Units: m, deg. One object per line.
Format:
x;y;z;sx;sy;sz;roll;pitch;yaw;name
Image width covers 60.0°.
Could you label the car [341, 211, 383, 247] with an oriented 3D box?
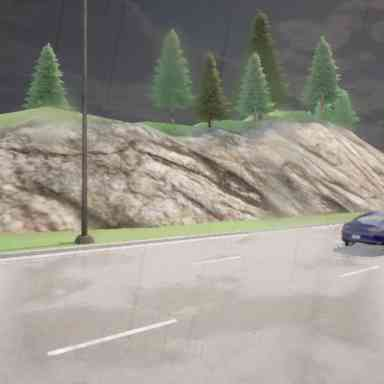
7.995;1.526;13.761;4.674;1.442;1.812;0;0;-36;car
